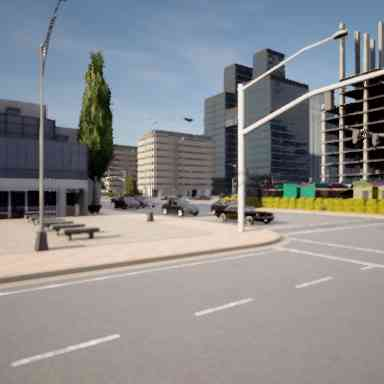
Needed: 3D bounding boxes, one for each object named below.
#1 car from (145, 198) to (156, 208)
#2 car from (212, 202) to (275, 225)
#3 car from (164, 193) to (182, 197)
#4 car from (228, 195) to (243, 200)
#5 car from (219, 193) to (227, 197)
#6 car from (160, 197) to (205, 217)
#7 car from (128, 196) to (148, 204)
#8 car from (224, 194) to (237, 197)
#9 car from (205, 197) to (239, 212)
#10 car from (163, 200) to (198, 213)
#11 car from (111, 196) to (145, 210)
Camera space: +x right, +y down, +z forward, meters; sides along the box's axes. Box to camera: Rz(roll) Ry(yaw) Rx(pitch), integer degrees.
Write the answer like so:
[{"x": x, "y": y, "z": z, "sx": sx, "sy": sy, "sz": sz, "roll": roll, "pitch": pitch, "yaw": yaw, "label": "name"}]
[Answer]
[{"x": -6.782, "y": 1.527, "z": 46.890, "sx": 2.128, "sy": 1.511, "sz": 4.902, "roll": 0, "pitch": 0, "yaw": -33, "label": "car"}, {"x": 3.809, "y": 1.619, "z": 24.381, "sx": 1.895, "sy": 1.301, "sz": 4.718, "roll": 0, "pitch": 0, "yaw": -33, "label": "car"}, {"x": -4.191, "y": 1.218, "z": 81.853, "sx": 3.866, "sy": 1.878, "sz": 1.905, "roll": 0, "pitch": 0, "yaw": -35, "label": "car"}, {"x": 11.697, "y": 1.463, "z": 89.597, "sx": 3.806, "sy": 1.475, "sz": 1.970, "roll": 0, "pitch": 0, "yaw": -35, "label": "car"}, {"x": 7.036, "y": 1.206, "z": 65.758, "sx": 3.866, "sy": 1.878, "sz": 1.905, "roll": 0, "pitch": 0, "yaw": -35, "label": "car"}, {"x": -1.136, "y": 1.529, "z": 31.900, "sx": 1.837, "sy": 1.490, "sz": 4.892, "roll": 0, "pitch": 0, "yaw": -33, "label": "car"}, {"x": -10.873, "y": 1.542, "z": 66.188, "sx": 2.128, "sy": 1.511, "sz": 4.902, "roll": 0, "pitch": 0, "yaw": -33, "label": "car"}, {"x": 8.679, "y": 1.443, "z": 63.374, "sx": 3.806, "sy": 1.475, "sz": 1.970, "roll": 0, "pitch": 0, "yaw": -35, "label": "car"}, {"x": 3.696, "y": 1.515, "z": 30.921, "sx": 2.128, "sy": 1.511, "sz": 4.902, "roll": 0, "pitch": 0, "yaw": -33, "label": "car"}, {"x": -1.393, "y": 1.630, "z": 38.665, "sx": 1.895, "sy": 1.301, "sz": 4.718, "roll": 0, "pitch": 0, "yaw": -33, "label": "car"}, {"x": -8.348, "y": 1.386, "z": 42.890, "sx": 2.097, "sy": 1.767, "sz": 4.553, "roll": 0, "pitch": 0, "yaw": -33, "label": "car"}]
